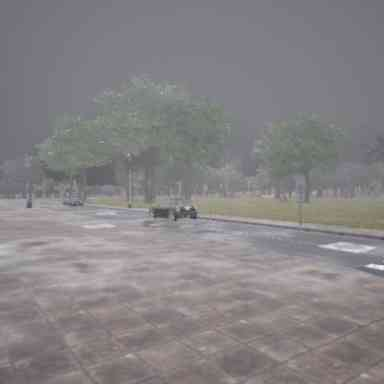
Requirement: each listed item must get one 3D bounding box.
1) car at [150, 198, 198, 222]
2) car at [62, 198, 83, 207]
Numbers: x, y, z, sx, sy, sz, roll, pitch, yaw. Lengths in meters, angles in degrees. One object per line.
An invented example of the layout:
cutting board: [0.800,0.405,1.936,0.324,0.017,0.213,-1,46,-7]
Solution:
car: [-1.553,1.282,26.286,2.097,1.767,4.553,-1,1,-35]
car: [-17.571,1.557,48.834,1.895,1.301,4.718,-1,1,-35]
